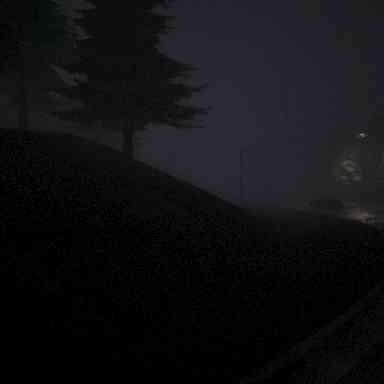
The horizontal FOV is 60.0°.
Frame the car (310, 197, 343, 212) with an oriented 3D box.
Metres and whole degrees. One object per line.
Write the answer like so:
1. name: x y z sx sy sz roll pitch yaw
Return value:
1. car: 14.973 1.334 37.387 1.882 1.535 5.008 0 0 -5
